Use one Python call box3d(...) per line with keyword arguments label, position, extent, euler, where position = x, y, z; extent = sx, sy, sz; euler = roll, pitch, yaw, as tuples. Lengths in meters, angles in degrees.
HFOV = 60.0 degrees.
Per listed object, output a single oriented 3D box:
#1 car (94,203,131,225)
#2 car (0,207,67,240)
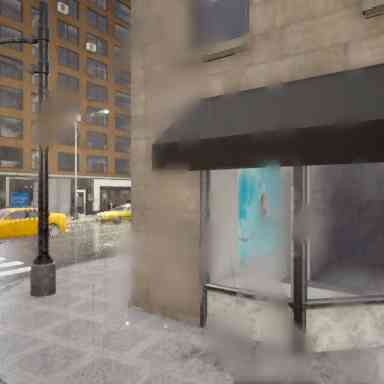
box3d(label="car", position=(-4.935, 1.548, 24.720), extent=(1.752, 1.417, 4.829), euler=(0, 0, 36))
box3d(label="car", position=(-8.387, 1.488, 15.597), extent=(1.882, 1.535, 5.008), euler=(0, 0, 36))
